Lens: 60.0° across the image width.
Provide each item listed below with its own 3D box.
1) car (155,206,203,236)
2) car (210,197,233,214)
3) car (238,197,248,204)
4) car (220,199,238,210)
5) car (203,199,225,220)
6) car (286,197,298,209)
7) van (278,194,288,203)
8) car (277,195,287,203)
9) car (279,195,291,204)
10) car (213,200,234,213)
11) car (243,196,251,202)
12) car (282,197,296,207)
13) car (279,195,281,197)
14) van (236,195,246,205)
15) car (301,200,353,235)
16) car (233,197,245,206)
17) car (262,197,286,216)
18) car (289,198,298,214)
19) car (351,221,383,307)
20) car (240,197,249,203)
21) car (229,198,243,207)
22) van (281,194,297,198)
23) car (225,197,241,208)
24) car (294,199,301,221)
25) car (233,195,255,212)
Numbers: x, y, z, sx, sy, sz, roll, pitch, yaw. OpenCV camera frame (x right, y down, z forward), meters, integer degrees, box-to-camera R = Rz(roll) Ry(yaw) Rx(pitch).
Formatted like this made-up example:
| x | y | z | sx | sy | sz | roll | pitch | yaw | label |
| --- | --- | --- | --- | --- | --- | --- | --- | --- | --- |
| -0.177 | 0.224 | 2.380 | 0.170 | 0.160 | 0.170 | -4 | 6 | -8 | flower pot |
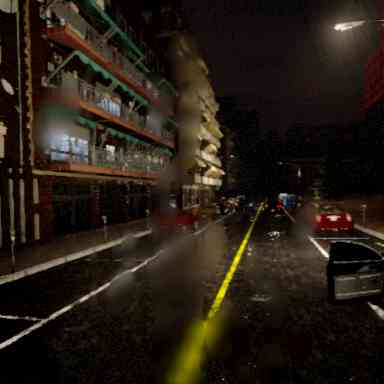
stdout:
| x | y | z | sx | sy | sz | roll | pitch | yaw | label |
| --- | --- | --- | --- | --- | --- | --- | --- | --- | --- |
| -0.867 | 1.732 | 19.849 | 1.887 | 1.381 | 4.507 | -2 | -1 | 13 | car |
| 2.778 | 1.516 | 36.023 | 2.192 | 1.841 | 5.009 | -2 | -1 | 13 | car |
| 11.317 | 1.838 | 73.755 | 1.802 | 1.307 | 4.206 | -2 | -1 | 13 | car |
| 5.225 | 1.763 | 46.803 | 2.008 | 1.369 | 4.403 | -2 | -1 | 13 | car |
| 1.531 | 1.721 | 30.466 | 1.752 | 1.417 | 4.829 | -2 | -1 | 13 | car |
| 10.958 | 1.497 | 34.174 | 1.802 | 1.307 | 4.206 | -2 | -1 | 13 | car |
| 18.259 | 1.302 | 66.522 | 1.690 | 1.788 | 3.998 | -2 | -1 | 13 | van |
| 19.522 | 1.497 | 72.075 | 1.752 | 1.417 | 4.829 | -2 | -1 | 13 | car |
| 17.044 | 1.391 | 61.129 | 1.967 | 1.590 | 4.097 | -2 | -1 | 13 | car |
| 4.007 | 1.757 | 41.412 | 2.008 | 1.369 | 4.403 | -2 | -1 | 13 | car |
| 14.973 | 1.855 | 89.927 | 1.947 | 1.339 | 4.313 | -2 | -1 | 13 | car |
| 14.649 | 1.460 | 50.512 | 1.752 | 1.417 | 4.829 | -2 | -1 | 13 | car |
| 10.480 | 1.521 | 44.021 | 1.837 | 1.490 | 4.892 | -2 | 0 | 13 | car |
| 10.090 | 1.588 | 68.368 | 1.690 | 1.788 | 3.998 | -2 | -1 | 13 | van |
| 7.298 | 1.342 | 18.003 | 1.967 | 1.590 | 4.097 | -2 | -1 | 13 | car |
| 8.879 | 1.781 | 62.974 | 1.887 | 1.381 | 4.507 | -2 | -1 | 13 | car |
| 7.982 | 1.529 | 32.891 | 1.812 | 1.442 | 4.674 | -2 | 0 | 13 | car |
| 9.740 | 1.492 | 28.784 | 1.802 | 1.307 | 4.206 | -2 | -1 | 13 | car |
| 3.984 | 1.411 | 4.827 | 1.837 | 1.490 | 4.892 | -2 | 0 | 13 | car |
| 12.536 | 1.849 | 79.145 | 1.802 | 1.307 | 4.206 | -2 | -1 | 13 | car |
| 7.662 | 1.794 | 57.583 | 1.947 | 1.339 | 4.313 | -2 | -1 | 13 | car |
| 13.386 | 1.268 | 44.958 | 1.690 | 1.788 | 3.998 | -2 | -1 | 13 | van |
| 6.439 | 1.660 | 52.193 | 1.967 | 1.590 | 4.097 | -2 | -1 | 13 | car |
| 8.557 | 1.432 | 23.559 | 1.752 | 1.417 | 4.829 | -2 | -1 | 13 | car |
| 6.369 | 1.466 | 39.859 | 2.097 | 1.767 | 4.553 | -2 | 0 | 13 | car |
